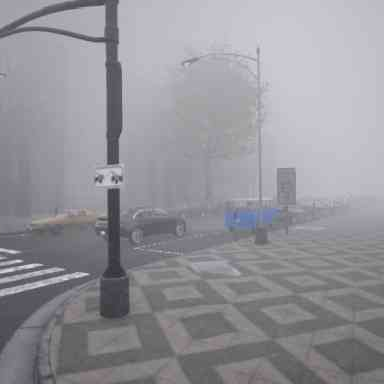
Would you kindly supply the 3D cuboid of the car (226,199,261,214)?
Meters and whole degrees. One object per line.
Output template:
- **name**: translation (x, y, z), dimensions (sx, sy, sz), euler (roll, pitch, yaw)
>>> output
- **car**: translation (5.667, 1.529, 36.163), dimensions (2.008, 1.369, 4.403), euler (-1, 0, 36)

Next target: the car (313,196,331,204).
- **car**: translation (24.202, 1.453, 61.922), dimensions (2.008, 1.369, 4.403), euler (-1, -1, 36)

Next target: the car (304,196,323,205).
- **car**: translation (21.013, 1.440, 57.491), dimensions (1.752, 1.417, 4.829), euler (-1, 0, 36)

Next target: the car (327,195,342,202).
- **car**: translation (29.967, 1.432, 69.935), dimensions (2.008, 1.369, 4.403), euler (-1, -1, 36)

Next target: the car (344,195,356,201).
- **car**: translation (39.507, 1.401, 83.193), dimensions (2.008, 1.369, 4.403), euler (-1, -1, 36)

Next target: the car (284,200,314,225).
- **car**: translation (6.542, 1.422, 22.786), dimensions (1.947, 1.339, 4.313), euler (-1, 0, 36)

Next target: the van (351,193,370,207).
- **van**: translation (22.347, 1.127, 44.757), dimensions (1.690, 1.788, 3.998), euler (-1, 0, 36)

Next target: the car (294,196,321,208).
- **car**: translation (15.946, 1.386, 45.725), dimensions (2.128, 1.511, 4.902), euler (-1, -1, 36)

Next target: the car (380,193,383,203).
- **car**: translation (31.934, 1.274, 58.075), dimensions (1.752, 1.417, 4.829), euler (-1, -1, 36)

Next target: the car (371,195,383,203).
- **car**: translation (34.998, 1.304, 62.331), dimensions (1.947, 1.339, 4.313), euler (-1, -1, 36)

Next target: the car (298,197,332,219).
- **car**: translation (9.703, 1.385, 27.180), dimensions (1.887, 1.381, 4.507), euler (-1, 0, 36)

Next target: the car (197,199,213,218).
- **car**: translation (-0.512, 1.552, 27.577), dimensions (1.887, 1.381, 4.507), euler (-1, 0, 36)

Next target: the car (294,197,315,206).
- **car**: translation (18.023, 1.492, 53.335), dimensions (1.947, 1.339, 4.313), euler (-1, 0, 36)

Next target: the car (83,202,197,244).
- **car**: translation (-2.179, 1.429, 15.401), dimensions (2.128, 1.511, 4.902), euler (-1, -1, 36)

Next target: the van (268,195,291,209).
- **van**: translation (11.842, 1.292, 44.751), dimensions (1.690, 1.788, 3.998), euler (-1, 0, 36)

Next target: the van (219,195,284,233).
- **van**: translation (3.377, 1.212, 18.393), dimensions (1.690, 1.788, 3.998), euler (-1, 0, 36)

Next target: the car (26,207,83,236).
- **car**: translation (-6.796, 1.564, 18.855), dimensions (1.752, 1.417, 4.829), euler (-1, 0, 36)

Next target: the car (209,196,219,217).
- **car**: translation (2.574, 1.307, 31.872), dimensions (2.192, 1.841, 5.009), euler (-1, 0, 36)

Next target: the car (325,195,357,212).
- **car**: translation (16.027, 1.363, 35.968), dimensions (2.008, 1.369, 4.403), euler (-1, 0, 36)

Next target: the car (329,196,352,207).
- **car**: translation (21.788, 1.376, 48.706), dimensions (2.033, 1.411, 5.357), euler (-1, -1, 36)

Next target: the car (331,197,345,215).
- **car**: translation (12.866, 1.408, 31.574), dimensions (1.802, 1.307, 4.206), euler (-1, 0, 36)

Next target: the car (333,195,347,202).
- **car**: translation (33.147, 1.415, 74.354), dimensions (1.887, 1.381, 4.507), euler (-1, -1, 36)

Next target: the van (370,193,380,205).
- **van**: translation (28.671, 1.102, 53.545), dimensions (1.690, 1.788, 3.998), euler (-1, -1, 36)
